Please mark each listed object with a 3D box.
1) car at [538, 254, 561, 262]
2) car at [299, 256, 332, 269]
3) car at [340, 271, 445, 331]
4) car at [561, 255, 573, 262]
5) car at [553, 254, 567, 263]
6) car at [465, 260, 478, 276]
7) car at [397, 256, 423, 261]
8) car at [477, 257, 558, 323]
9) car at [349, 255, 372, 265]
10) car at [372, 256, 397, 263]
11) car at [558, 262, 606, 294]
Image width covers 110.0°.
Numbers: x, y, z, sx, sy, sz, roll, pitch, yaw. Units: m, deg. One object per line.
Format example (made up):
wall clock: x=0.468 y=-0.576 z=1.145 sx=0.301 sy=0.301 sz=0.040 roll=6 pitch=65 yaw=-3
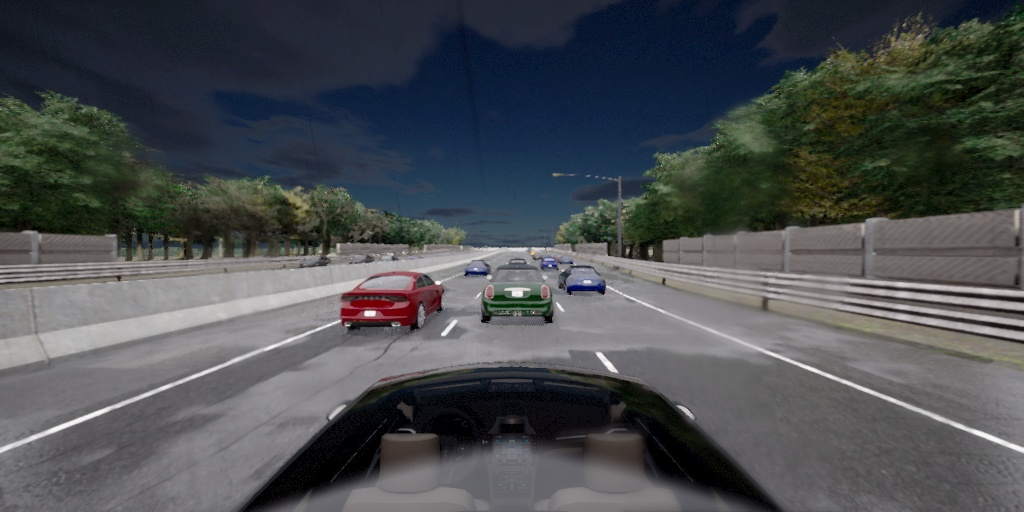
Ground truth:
car: x=4.195 y=0.827 z=40.964 sx=1.812 sy=1.442 sz=4.674 roll=0 pitch=1 yaw=2
car: x=-23.153 y=0.805 z=42.372 sx=1.837 sy=1.490 sz=4.892 roll=0 pitch=1 yaw=-1
car: x=-3.342 y=1.197 z=10.974 sx=1.882 sy=1.535 sz=5.008 roll=0 pitch=0 yaw=0
car: x=7.950 y=0.608 z=53.196 sx=1.994 sy=1.385 sz=4.181 roll=0 pitch=1 yaw=4
car: x=8.398 y=0.393 z=63.238 sx=1.895 sy=1.301 sz=4.718 roll=0 pitch=2 yaw=2
car: x=-2.970 y=1.028 z=31.813 sx=1.994 sy=1.385 sz=4.181 roll=0 pitch=1 yaw=2
car: x=-13.172 y=0.722 z=48.166 sx=2.033 sy=1.411 sz=5.357 roll=0 pitch=1 yaw=2
car: x=0.172 y=1.062 z=12.182 sx=2.097 sy=1.767 sz=4.553 roll=0 pitch=0 yaw=1
car: x=-20.161 y=0.681 z=48.420 sx=1.837 sy=1.490 sz=4.892 roll=0 pitch=1 yaw=2
car: x=-16.665 y=0.700 z=48.322 sx=1.812 sy=1.442 sz=4.674 roll=0 pitch=1 yaw=2
car: x=3.655 y=1.199 z=19.237 sx=1.994 sy=1.385 sz=4.181 roll=0 pitch=1 yaw=1
